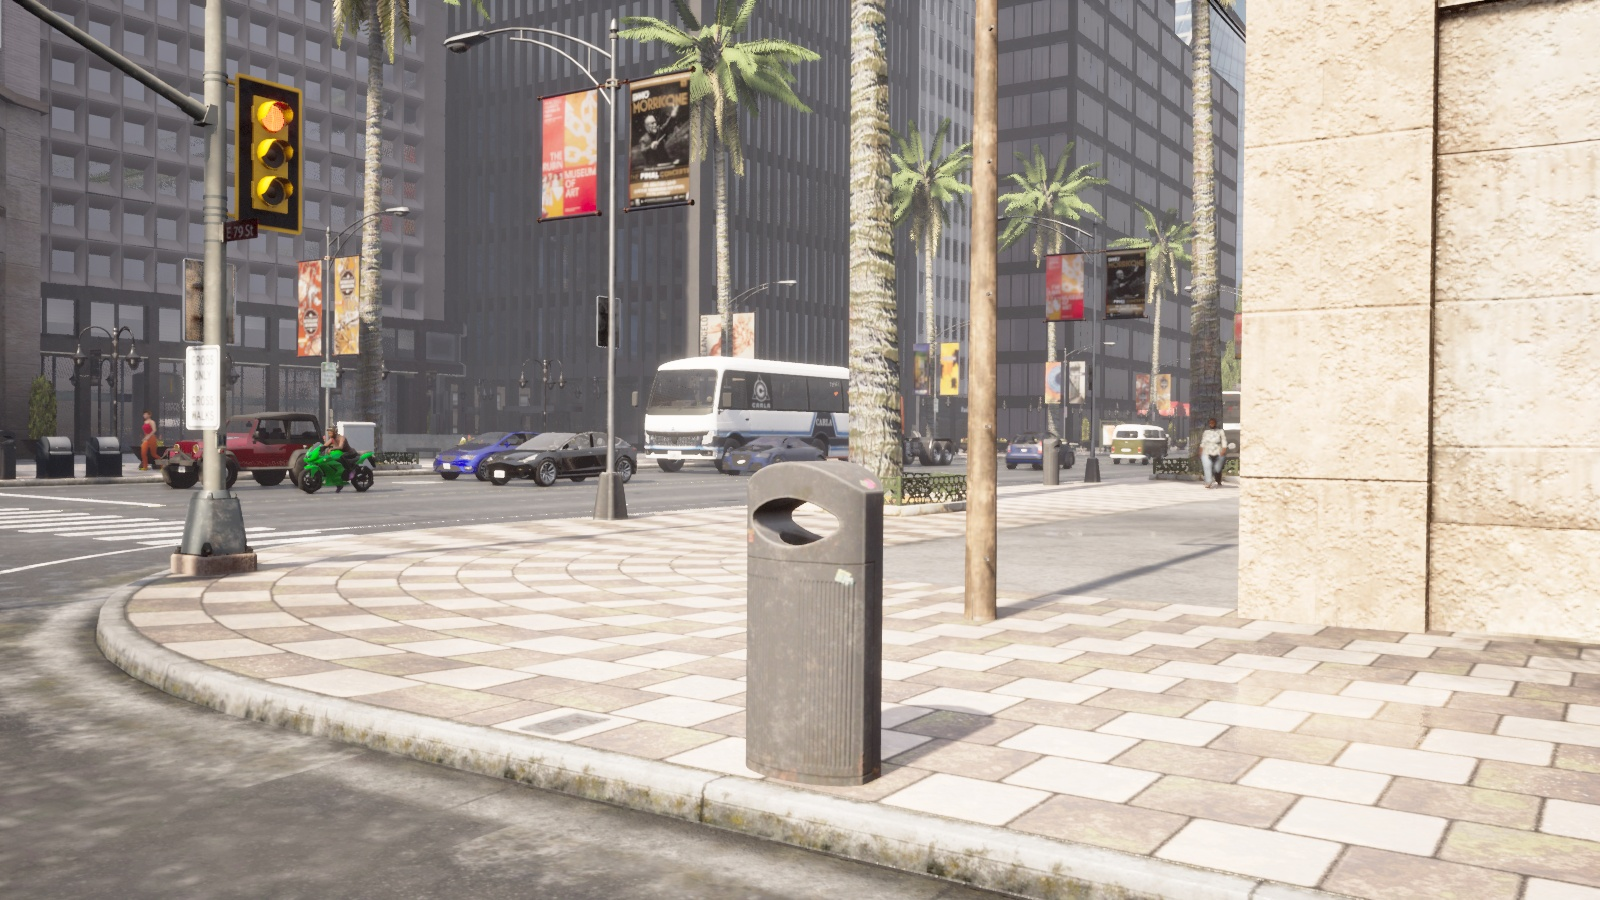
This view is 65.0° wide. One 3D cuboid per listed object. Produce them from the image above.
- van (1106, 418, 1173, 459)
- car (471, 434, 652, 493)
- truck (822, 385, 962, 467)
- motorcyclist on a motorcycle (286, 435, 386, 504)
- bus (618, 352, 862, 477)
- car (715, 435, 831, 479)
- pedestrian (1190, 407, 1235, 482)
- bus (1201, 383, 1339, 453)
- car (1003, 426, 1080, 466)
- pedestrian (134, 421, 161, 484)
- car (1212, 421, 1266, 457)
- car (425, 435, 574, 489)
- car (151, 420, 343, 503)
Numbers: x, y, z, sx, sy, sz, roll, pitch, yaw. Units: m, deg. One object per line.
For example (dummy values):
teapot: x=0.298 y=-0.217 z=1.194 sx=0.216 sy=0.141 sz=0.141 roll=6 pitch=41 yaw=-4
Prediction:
van: x=17.587 y=-0.590 z=64.896 sx=2.069 sy=2.038 sz=4.480 roll=0 pitch=1 yaw=33
car: x=-6.506 y=0.315 z=34.783 sx=2.163 sy=1.488 sz=4.792 roll=0 pitch=1 yaw=33
truck: x=4.364 y=-1.074 z=57.412 sx=2.891 sy=3.462 sz=7.936 roll=0 pitch=1 yaw=33
motorcyclist on a motorcycle: x=-10.567 y=0.418 z=28.681 sx=0.797 sy=1.523 sz=2.044 roll=0 pitch=1 yaw=34
bus: x=-1.975 y=-1.281 z=47.871 sx=3.944 sy=4.253 sz=10.273 roll=0 pitch=1 yaw=34
car: x=-0.876 y=0.213 z=43.232 sx=1.994 sy=1.385 sz=4.181 roll=0 pitch=1 yaw=33
pedestrian: x=10.365 y=-0.137 z=31.566 sx=0.874 sy=1.855 sz=0.900 roll=0 pitch=1 yaw=33
bus: x=30.376 y=-2.024 z=80.869 sx=10.273 sy=4.253 sz=3.944 roll=-1 pitch=1 yaw=-42
car: x=10.366 y=-0.199 z=53.805 sx=1.851 sy=1.617 sz=3.988 roll=0 pitch=1 yaw=33
pedestrian: x=-19.214 y=0.057 z=37.003 sx=0.345 sy=1.836 sz=0.594 roll=0 pitch=1 yaw=25
car: x=23.807 y=-0.617 z=68.037 sx=1.905 sy=1.878 sz=3.866 roll=0 pitch=1 yaw=33
car: x=-8.902 y=0.314 z=37.493 sx=1.816 sy=1.474 sz=4.193 roll=0 pitch=1 yaw=34
car: x=-13.428 y=0.230 z=30.680 sx=1.905 sy=1.878 sz=3.866 roll=0 pitch=1 yaw=34
